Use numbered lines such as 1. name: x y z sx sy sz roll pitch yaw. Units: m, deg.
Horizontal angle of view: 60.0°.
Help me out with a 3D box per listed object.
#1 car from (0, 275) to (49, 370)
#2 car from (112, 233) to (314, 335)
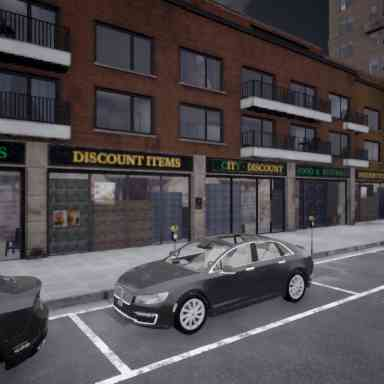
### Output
1. car: -3.873 1.551 3.427 4.403 1.369 2.008 0 0 -35
2. car: 0.623 1.550 6.628 4.403 1.369 2.008 0 0 -35
